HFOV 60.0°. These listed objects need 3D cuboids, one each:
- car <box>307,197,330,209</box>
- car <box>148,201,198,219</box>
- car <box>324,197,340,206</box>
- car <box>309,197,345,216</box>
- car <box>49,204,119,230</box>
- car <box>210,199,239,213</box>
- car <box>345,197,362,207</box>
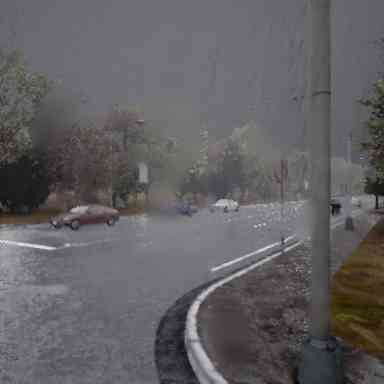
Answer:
[{"bbox_3d":[17.607,1.481,46.168,2.128,1.511,4.902,0,0,32],"label":"car"},{"bbox_3d":[-1.535,1.536,29.335,2.033,1.411,5.357,0,0,32],"label":"car"},{"bbox_3d":[23.177,1.514,54.985,1.812,1.442,4.674,0,0,32],"label":"car"},{"bbox_3d":[13.419,1.484,32.977,2.128,1.511,4.902,0,0,32],"label":"car"},{"bbox_3d":[-6.679,1.515,21.151,1.812,1.442,4.674,0,0,32],"label":"car"},{"bbox_3d":[3.776,1.513,37.720,1.812,1.442,4.674,0,0,32],"label":"car"},{"bbox_3d":[24.490,1.517,50.512,1.812,1.442,4.674,0,0,32],"label":"car"}]
